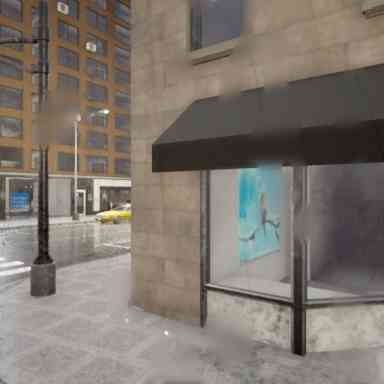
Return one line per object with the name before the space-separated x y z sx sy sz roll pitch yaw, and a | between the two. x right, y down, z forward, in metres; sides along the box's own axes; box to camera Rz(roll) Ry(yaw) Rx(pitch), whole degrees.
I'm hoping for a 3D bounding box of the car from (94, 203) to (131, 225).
car | -4.934 1.547 24.720 1.752 1.417 4.829 0 0 36
